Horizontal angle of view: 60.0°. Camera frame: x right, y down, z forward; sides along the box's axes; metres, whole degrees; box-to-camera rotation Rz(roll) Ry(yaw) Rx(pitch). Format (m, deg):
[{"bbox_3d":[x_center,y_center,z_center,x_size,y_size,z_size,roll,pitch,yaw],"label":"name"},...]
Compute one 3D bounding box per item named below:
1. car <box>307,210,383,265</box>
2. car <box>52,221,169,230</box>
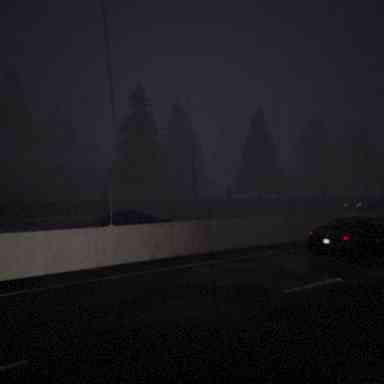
[{"bbox_3d":[5.994,1.526,11.583,4.181,1.385,1.994,0,0,-31],"label":"car"},{"bbox_3d":[-3.328,1.496,14.270,5.008,1.535,1.882,0,0,-33],"label":"car"}]
